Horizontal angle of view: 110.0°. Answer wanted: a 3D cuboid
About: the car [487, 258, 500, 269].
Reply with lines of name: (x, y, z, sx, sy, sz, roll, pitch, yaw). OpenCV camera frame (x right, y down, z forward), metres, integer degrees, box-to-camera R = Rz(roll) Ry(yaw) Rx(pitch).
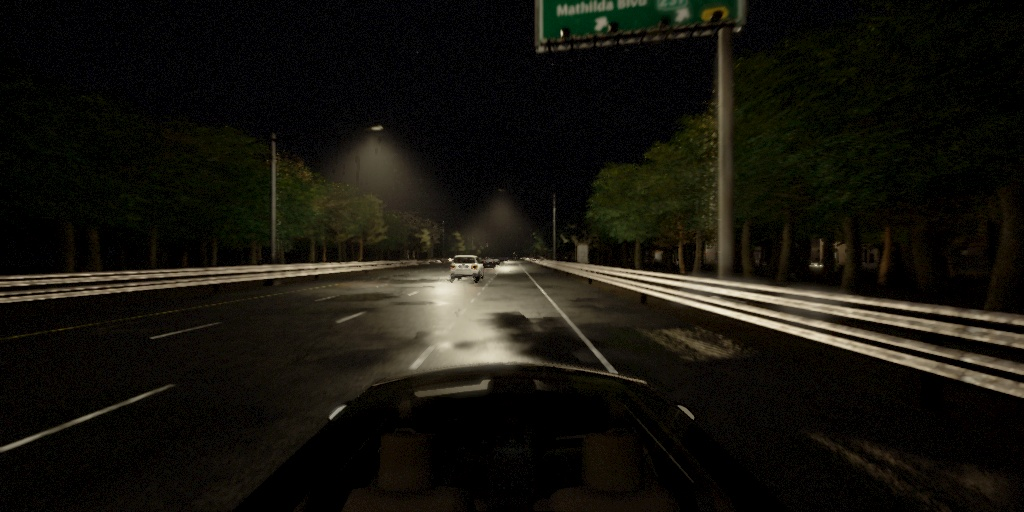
car: (-3.499, 1.265, 56.551, 2.128, 1.511, 4.902, 0, 0, 0)

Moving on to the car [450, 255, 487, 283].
car: (-3.501, 0.980, 28.527, 2.150, 2.045, 5.566, 0, 0, 0)
